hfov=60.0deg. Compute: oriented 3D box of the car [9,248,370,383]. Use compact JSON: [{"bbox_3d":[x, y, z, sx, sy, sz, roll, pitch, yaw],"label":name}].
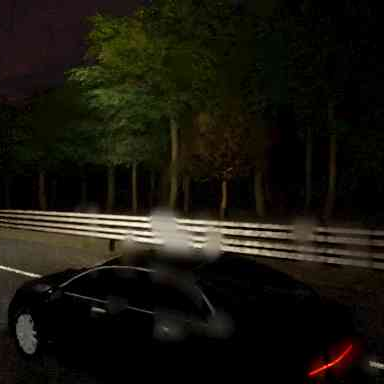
[{"bbox_3d":[-0.475,1.511,4.311,4.892,1.490,1.837,0,0,35],"label":"car"}]
